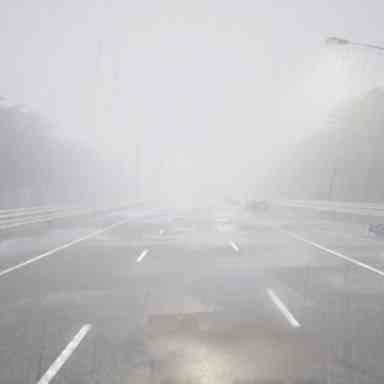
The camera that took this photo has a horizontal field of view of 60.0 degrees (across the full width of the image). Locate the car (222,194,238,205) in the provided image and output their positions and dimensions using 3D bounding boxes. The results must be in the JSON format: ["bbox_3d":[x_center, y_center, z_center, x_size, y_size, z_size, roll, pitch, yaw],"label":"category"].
[{"bbox_3d":[7.030,1.542,59.166,1.994,1.385,4.181,0,0,0],"label":"car"}]

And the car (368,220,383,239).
[{"bbox_3d":[10.381,1.563,14.549,2.033,1.411,5.357,0,0,-15],"label":"car"}]

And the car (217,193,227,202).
[{"bbox_3d":[7.089,1.252,76.883,2.150,2.045,5.566,0,0,0],"label":"car"}]

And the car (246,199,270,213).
[{"bbox_3d":[7.180,1.480,36.373,2.128,1.511,4.902,0,0,-2],"label":"car"}]
